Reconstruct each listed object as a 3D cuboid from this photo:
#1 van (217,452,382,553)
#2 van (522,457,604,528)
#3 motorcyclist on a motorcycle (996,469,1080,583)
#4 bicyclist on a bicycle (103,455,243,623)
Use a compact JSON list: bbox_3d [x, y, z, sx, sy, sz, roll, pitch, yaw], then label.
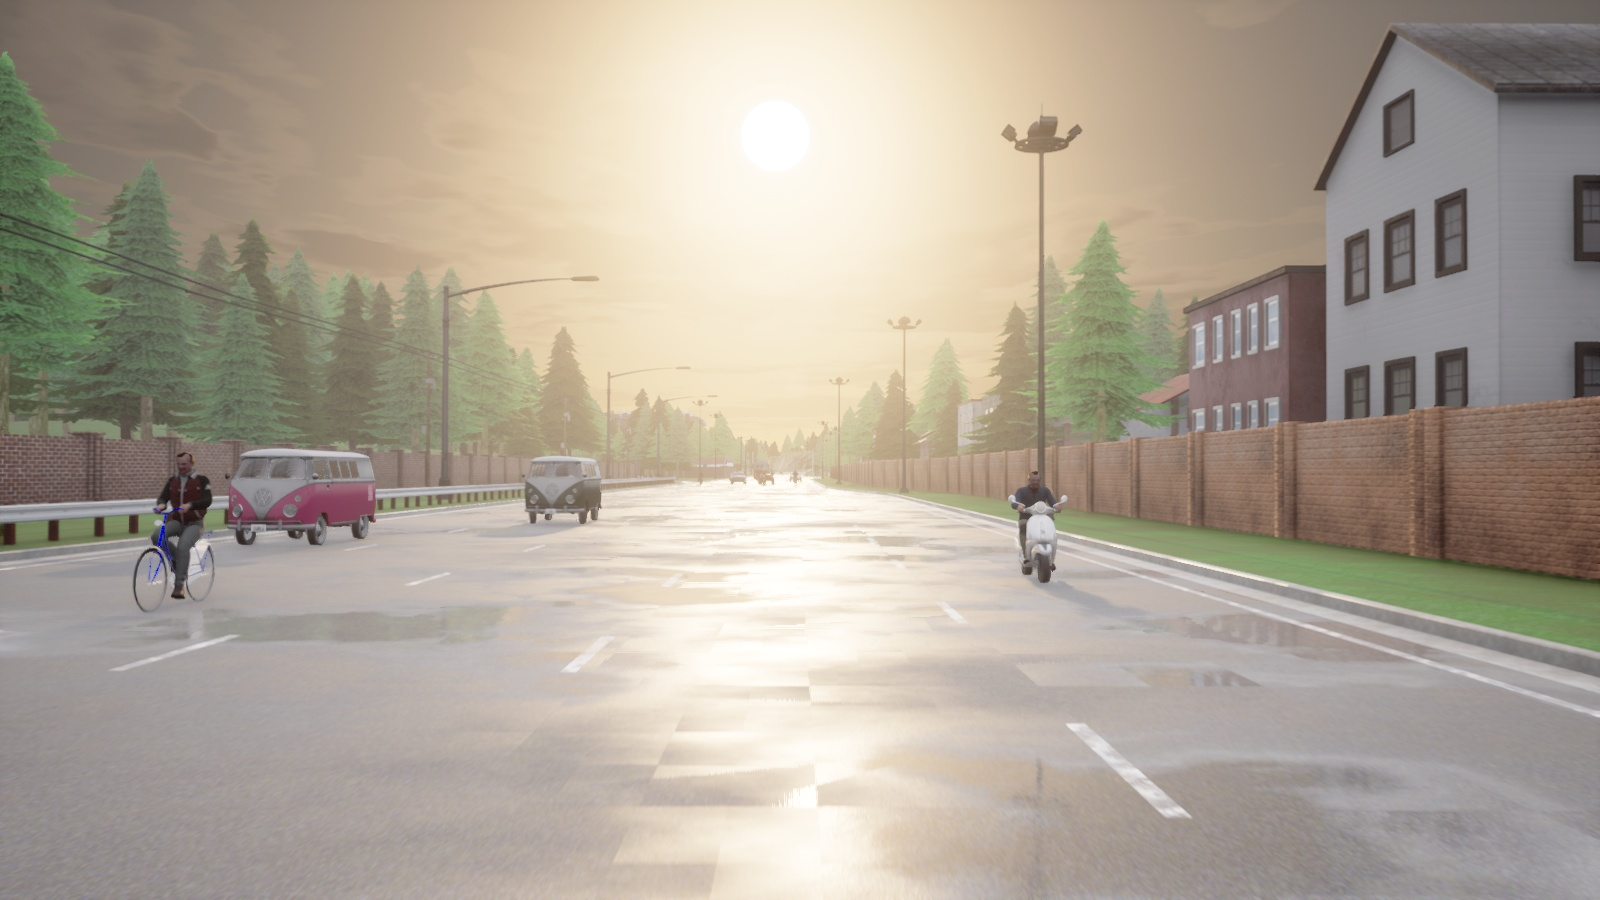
[{"bbox_3d":[-10.593,1.069,26.931,1.775,1.987,4.442,0,-1,0],"label":"van"},{"bbox_3d":[-7.081,1.242,37.885,1.775,1.987,4.442,-1,-1,-2],"label":"van"},{"bbox_3d":[3.442,1.068,18.344,0.866,1.590,1.817,0,-1,0],"label":"motorcyclist on a motorcycle"},{"bbox_3d":[-7.047,0.957,14.211,0.659,1.776,1.843,0,-1,0],"label":"bicyclist on a bicycle"}]
